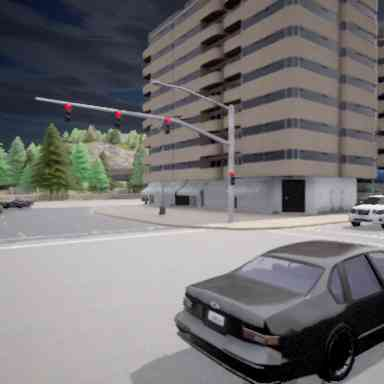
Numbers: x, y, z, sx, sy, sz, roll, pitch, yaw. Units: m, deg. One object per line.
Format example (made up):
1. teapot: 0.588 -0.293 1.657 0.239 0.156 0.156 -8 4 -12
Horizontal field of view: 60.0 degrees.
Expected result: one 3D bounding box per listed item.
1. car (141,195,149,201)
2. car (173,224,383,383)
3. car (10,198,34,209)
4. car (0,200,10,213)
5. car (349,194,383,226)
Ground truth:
1. car: -7.584 1.281 65.944 2.033 1.411 5.357 0 0 40
2. car: 2.327 1.536 5.406 5.357 1.411 2.033 0 0 -36
3. car: -21.303 1.422 41.029 1.895 1.301 4.718 0 0 -5
4. car: -18.888 1.352 31.064 2.128 1.511 4.902 0 0 -20
5. car: 12.433 1.190 21.457 5.566 2.045 2.150 0 0 -35
